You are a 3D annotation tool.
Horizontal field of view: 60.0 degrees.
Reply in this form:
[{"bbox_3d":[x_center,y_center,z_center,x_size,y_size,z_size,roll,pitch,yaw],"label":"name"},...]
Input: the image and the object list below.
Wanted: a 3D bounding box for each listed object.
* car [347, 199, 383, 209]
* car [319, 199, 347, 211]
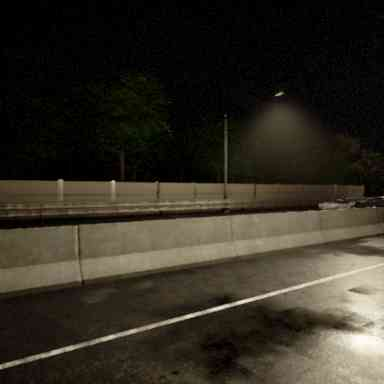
[{"bbox_3d":[18.849,1.427,34.620,5.357,1.411,2.033,0,0,-35],"label":"car"},{"bbox_3d":[16.170,1.483,37.006,4.718,1.301,1.895,0,0,-35],"label":"car"}]
